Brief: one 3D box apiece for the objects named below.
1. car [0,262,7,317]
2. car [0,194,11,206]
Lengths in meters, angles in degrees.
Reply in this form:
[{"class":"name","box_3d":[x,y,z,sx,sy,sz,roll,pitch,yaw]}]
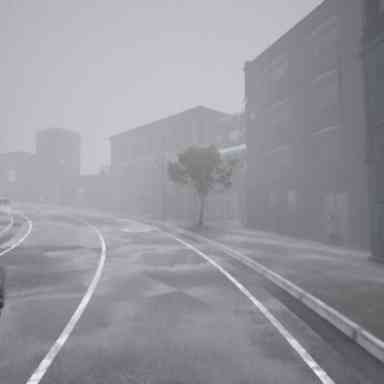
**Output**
[{"class":"car","box_3d":[-3.968,1.523,3.828,1.837,1.490,4.892,0,0,-5]},{"class":"car","box_3d":[-23.534,0.800,39.452,5.357,1.411,2.033,3,-1,37]}]
